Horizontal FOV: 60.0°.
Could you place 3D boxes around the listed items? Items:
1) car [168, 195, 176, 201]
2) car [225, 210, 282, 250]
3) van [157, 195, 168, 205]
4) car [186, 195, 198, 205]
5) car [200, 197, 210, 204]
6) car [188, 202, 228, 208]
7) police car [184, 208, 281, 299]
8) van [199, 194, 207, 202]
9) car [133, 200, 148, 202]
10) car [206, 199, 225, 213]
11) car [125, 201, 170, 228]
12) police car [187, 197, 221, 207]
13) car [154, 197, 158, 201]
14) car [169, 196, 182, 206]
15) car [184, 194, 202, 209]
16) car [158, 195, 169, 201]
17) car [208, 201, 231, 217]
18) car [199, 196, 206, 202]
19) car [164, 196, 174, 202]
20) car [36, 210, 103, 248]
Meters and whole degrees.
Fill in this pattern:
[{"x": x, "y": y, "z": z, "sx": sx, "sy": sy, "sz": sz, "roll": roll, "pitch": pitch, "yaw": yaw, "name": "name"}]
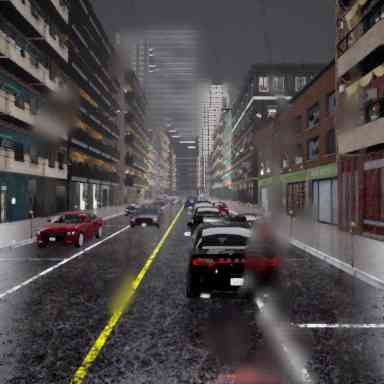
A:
[{"x": -5.288, "y": 1.652, "z": 88.866, "sx": 1.887, "sy": 1.381, "sz": 4.507, "roll": 0, "pitch": 0, "yaw": 0, "name": "car"}, {"x": 2.575, "y": 1.587, "z": 14.907, "sx": 1.802, "sy": 1.307, "sz": 4.206, "roll": 1, "pitch": 0, "yaw": 0, "name": "car"}, {"x": -5.293, "y": 1.391, "z": 60.416, "sx": 1.690, "sy": 1.788, "sz": 3.998, "roll": 1, "pitch": 0, "yaw": 0, "name": "van"}, {"x": 0.014, "y": 1.400, "z": 59.545, "sx": 2.097, "sy": 1.767, "sz": 4.553, "roll": 0, "pitch": 0, "yaw": 0, "name": "car"}, {"x": 2.586, "y": 1.641, "z": 66.114, "sx": 1.802, "sy": 1.307, "sz": 4.206, "roll": 0, "pitch": 0, "yaw": 0, "name": "car"}, {"x": 0.829, "y": 1.512, "z": 18.521, "sx": 1.837, "sy": 1.490, "sz": 4.892, "roll": 0, "pitch": 0, "yaw": 0, "name": "car"}, {"x": 0.827, "y": 1.427, "z": 8.629, "sx": 1.930, "sy": 1.638, "sz": 5.238, "roll": 0, "pitch": 0, "yaw": 0, "name": "police car"}, {"x": 2.591, "y": 1.423, "z": 77.494, "sx": 1.690, "sy": 1.788, "sz": 3.998, "roll": 0, "pitch": 0, "yaw": 0, "name": "van"}, {"x": -5.301, "y": 1.568, "z": 31.967, "sx": 2.008, "sy": 1.369, "sz": 4.403, "roll": 1, "pitch": 0, "yaw": 0, "name": "car"}, {"x": 2.581, "y": 1.567, "z": 37.667, "sx": 1.887, "sy": 1.381, "sz": 4.507, "roll": 1, "pitch": 0, "yaw": 0, "name": "car"}, {"x": -2.847, "y": 1.557, "z": 22.315, "sx": 2.033, "sy": 1.411, "sz": 5.357, "roll": 0, "pitch": 0, "yaw": 0, "name": "car"}, {"x": 0.831, "y": 1.436, "z": 24.630, "sx": 1.930, "sy": 1.638, "sz": 5.238, "roll": 0, "pitch": 0, "yaw": 0, "name": "police car"}, {"x": -5.299, "y": 1.547, "z": 37.488, "sx": 1.752, "sy": 1.417, "sz": 4.829, "roll": 1, "pitch": 0, "yaw": 0, "name": "car"}, {"x": -2.737, "y": 1.534, "z": 55.793, "sx": 2.128, "sy": 1.511, "sz": 4.902, "roll": 0, "pitch": 0, "yaw": 0, "name": "car"}, {"x": 0.024, "y": 1.382, "z": 46.106, "sx": 2.097, "sy": 1.767, "sz": 4.553, "roll": 0, "pitch": 0, "yaw": 0, "name": "car"}, {"x": -5.296, "y": 1.586, "z": 54.727, "sx": 1.887, "sy": 1.381, "sz": 4.507, "roll": 1, "pitch": 0, "yaw": 0, "name": "car"}, {"x": 2.579, "y": 1.599, "z": 31.977, "sx": 1.802, "sy": 1.307, "sz": 4.206, "roll": 1, "pitch": 0, "yaw": 0, "name": "car"}, {"x": 2.591, "y": 1.620, "z": 83.353, "sx": 1.752, "sy": 1.417, "sz": 4.829, "roll": 0, "pitch": 0, "yaw": 0, "name": "car"}, {"x": -5.291, "y": 1.627, "z": 77.486, "sx": 1.887, "sy": 1.381, "sz": 4.507, "roll": 0, "pitch": 0, "yaw": 0, "name": "car"}, {"x": -5.304, "y": 1.550, "z": 14.897, "sx": 1.887, "sy": 1.381, "sz": 4.507, "roll": 1, "pitch": 0, "yaw": 0, "name": "car"}]
